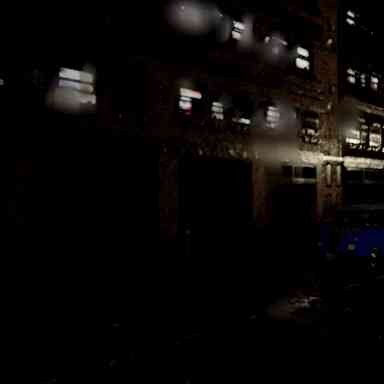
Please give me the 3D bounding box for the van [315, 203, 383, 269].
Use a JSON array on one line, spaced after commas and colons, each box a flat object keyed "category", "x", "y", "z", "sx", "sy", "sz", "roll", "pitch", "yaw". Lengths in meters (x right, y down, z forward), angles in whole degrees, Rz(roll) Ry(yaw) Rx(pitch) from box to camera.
[{"category": "van", "x": 5.601, "y": 1.270, "z": 10.568, "sx": 3.998, "sy": 1.788, "sz": 1.690, "roll": 0, "pitch": 0, "yaw": -36}]
